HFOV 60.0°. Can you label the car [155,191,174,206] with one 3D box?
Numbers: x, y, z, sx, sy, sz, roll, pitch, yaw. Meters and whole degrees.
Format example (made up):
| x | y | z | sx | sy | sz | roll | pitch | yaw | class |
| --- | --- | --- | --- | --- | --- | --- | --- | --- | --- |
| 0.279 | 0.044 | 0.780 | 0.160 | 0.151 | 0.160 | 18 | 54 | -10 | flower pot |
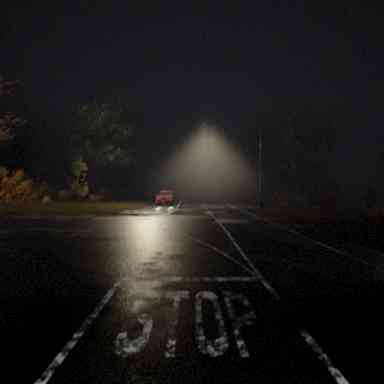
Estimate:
| x | y | z | sx | sy | sz | roll | pitch | yaw | class |
| --- | --- | --- | --- | --- | --- | --- | --- | --- | --- |
| -3.598 | 0.826 | 44.587 | 2.150 | 2.045 | 5.566 | 0 | 1 | 0 | car |
